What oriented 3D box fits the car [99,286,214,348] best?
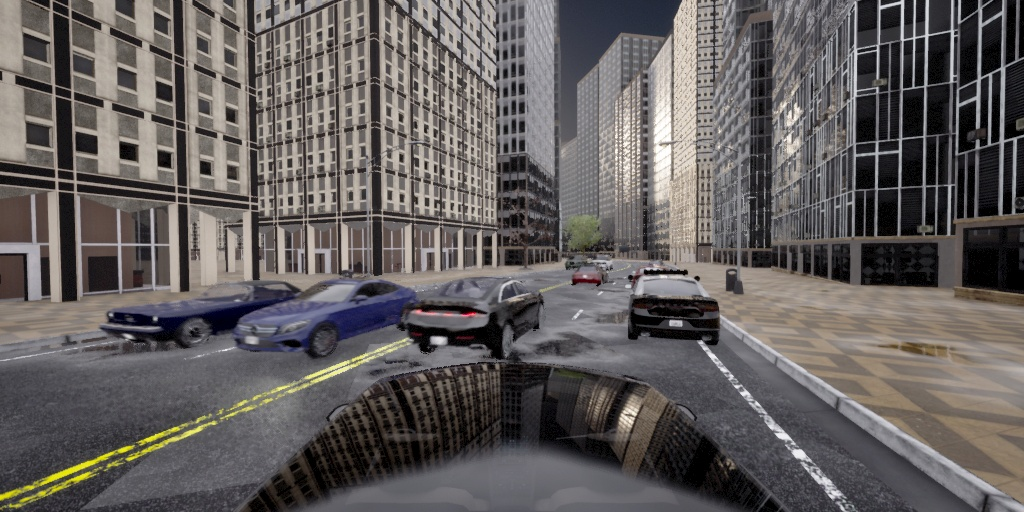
[{"bbox_3d":[-7.243,1.346,9.494,1.895,1.301,4.718,0,0,17],"label":"car"}]

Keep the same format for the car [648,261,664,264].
[{"bbox_3d":[7.394,1.221,18.865,1.882,1.535,5.008,0,0,21],"label":"car"}]

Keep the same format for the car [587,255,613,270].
[{"bbox_3d":[12.018,0.924,47.879,2.150,2.045,5.566,0,0,25],"label":"car"}]

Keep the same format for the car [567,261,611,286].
[{"bbox_3d":[5.517,1.298,25.165,1.994,1.385,4.181,0,0,22],"label":"car"}]

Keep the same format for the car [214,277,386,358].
[{"bbox_3d":[-4.042,1.271,8.754,1.812,1.442,4.674,0,0,17],"label":"car"}]

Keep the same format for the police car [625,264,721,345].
[{"bbox_3d":[4.163,1.172,9.780,1.930,1.638,5.238,0,0,18],"label":"police car"}]

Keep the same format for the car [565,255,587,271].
[{"bbox_3d":[8.924,0.914,48.954,2.150,2.045,5.566,0,0,25],"label":"car"}]

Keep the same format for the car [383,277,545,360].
[{"bbox_3d":[-0.518,1.238,8.484,2.128,1.511,4.902,0,0,18],"label":"car"}]

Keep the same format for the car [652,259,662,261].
[{"bbox_3d":[18.285,1.270,45.653,2.033,1.411,5.357,0,0,26],"label":"car"}]
